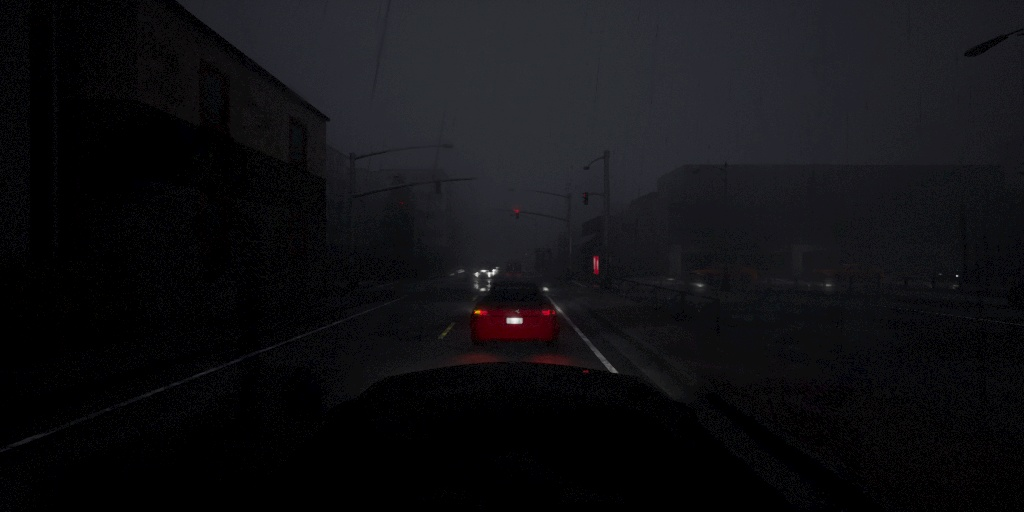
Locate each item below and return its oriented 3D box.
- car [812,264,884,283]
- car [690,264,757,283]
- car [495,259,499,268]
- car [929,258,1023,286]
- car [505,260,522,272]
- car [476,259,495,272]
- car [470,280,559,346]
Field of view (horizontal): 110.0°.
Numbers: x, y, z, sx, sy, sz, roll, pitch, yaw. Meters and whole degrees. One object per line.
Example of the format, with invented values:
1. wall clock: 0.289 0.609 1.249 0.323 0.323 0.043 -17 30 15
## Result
1. car: 27.558 1.404 29.524 5.008 1.535 1.882 0 0 0
2. car: 17.332 1.404 29.515 5.008 1.535 1.882 0 0 0
3. car: -3.515 1.351 56.365 1.895 1.301 4.718 0 0 0
4. car: 38.047 1.148 29.516 5.566 2.045 2.150 0 0 0
5. car: 0.177 1.241 45.148 2.128 1.511 4.902 0 0 0
6. car: -3.539 1.276 46.332 1.812 1.442 4.674 0 0 0
7. car: 0.073 1.314 9.461 1.994 1.385 4.181 0 0 1
